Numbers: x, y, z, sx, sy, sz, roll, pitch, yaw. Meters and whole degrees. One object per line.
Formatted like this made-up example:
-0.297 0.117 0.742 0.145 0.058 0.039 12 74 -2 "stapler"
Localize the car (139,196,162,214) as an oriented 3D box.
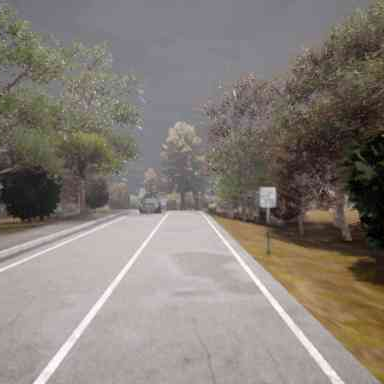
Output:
-4.294 1.330 34.867 2.097 1.767 4.553 0 -1 -1 "car"
